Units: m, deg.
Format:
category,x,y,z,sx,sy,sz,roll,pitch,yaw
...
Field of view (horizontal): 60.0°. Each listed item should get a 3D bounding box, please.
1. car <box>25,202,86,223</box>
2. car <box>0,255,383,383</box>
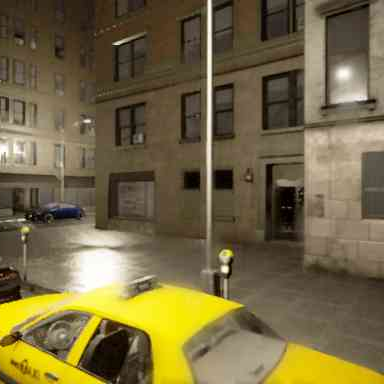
category,x,y,z,sx,sy,sz,roll,pitch,yaw
car,-9.982,1.465,24.528,1.994,1.385,4.181,0,0,36
car,-0.700,1.524,3.319,4.829,1.417,1.752,0,0,36
